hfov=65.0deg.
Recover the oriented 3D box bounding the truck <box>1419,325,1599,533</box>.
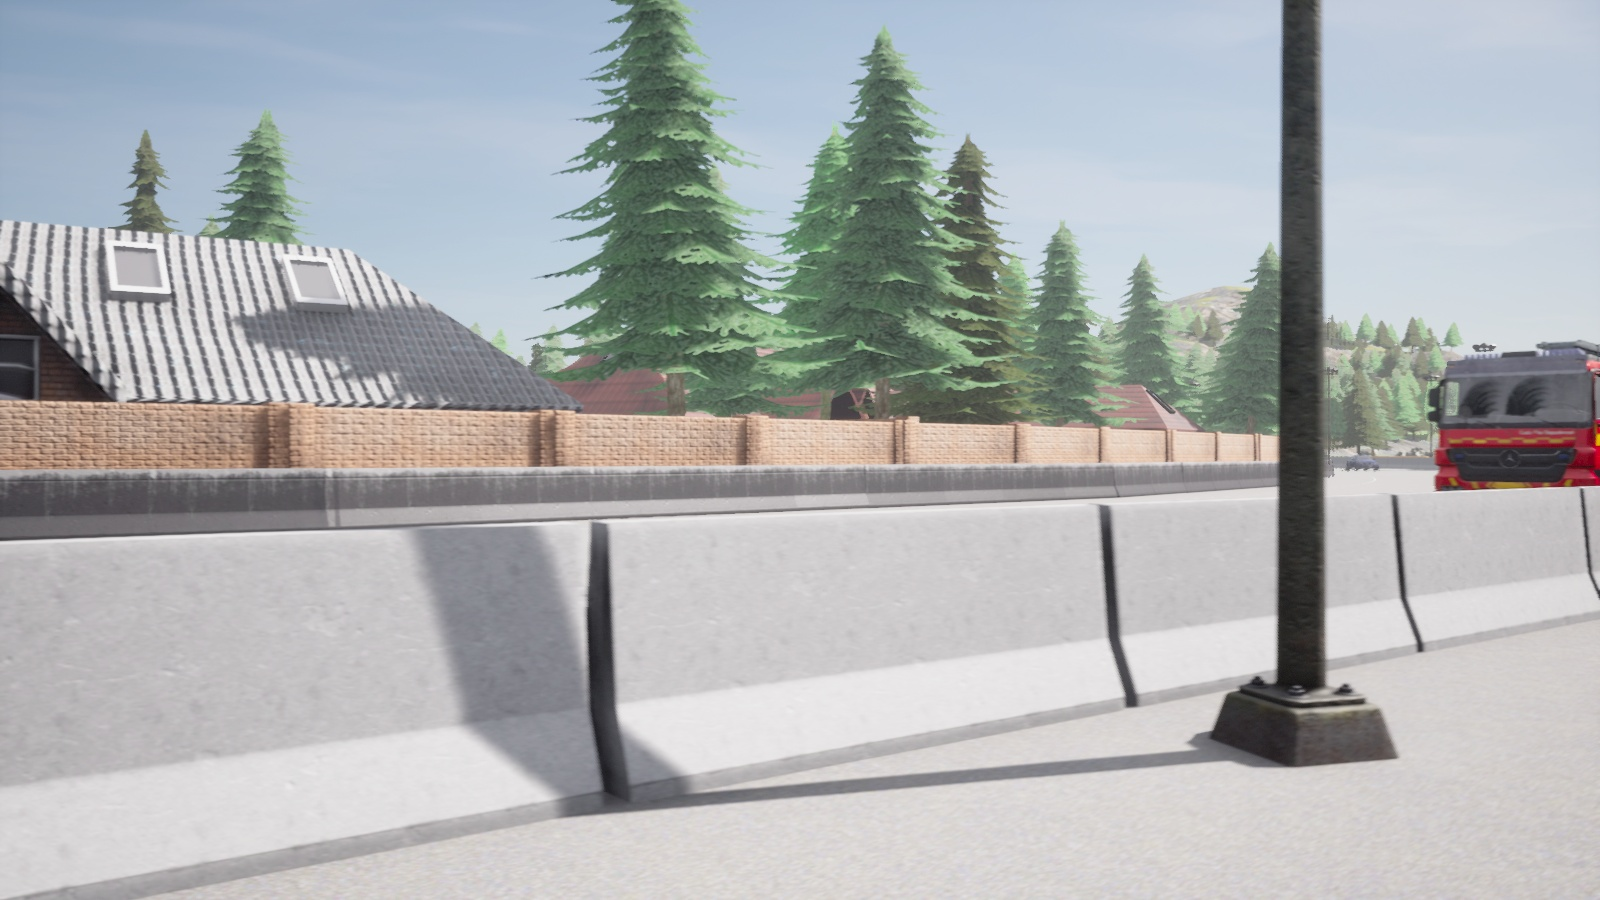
[{"bbox_3d":[16.313,-0.384,27.100,2.891,3.827,8.468,0,0,44],"label":"truck"}]
